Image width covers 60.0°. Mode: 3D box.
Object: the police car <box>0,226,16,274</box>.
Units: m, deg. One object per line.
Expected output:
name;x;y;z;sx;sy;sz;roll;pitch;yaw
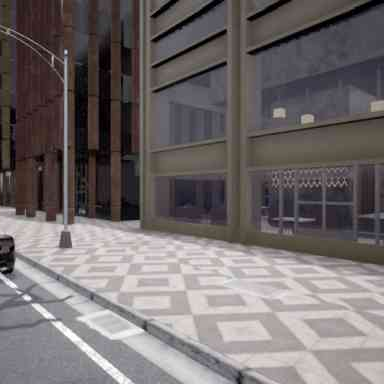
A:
police car;-6.727;1.424;9.790;1.930;1.638;5.238;0;0;-41
